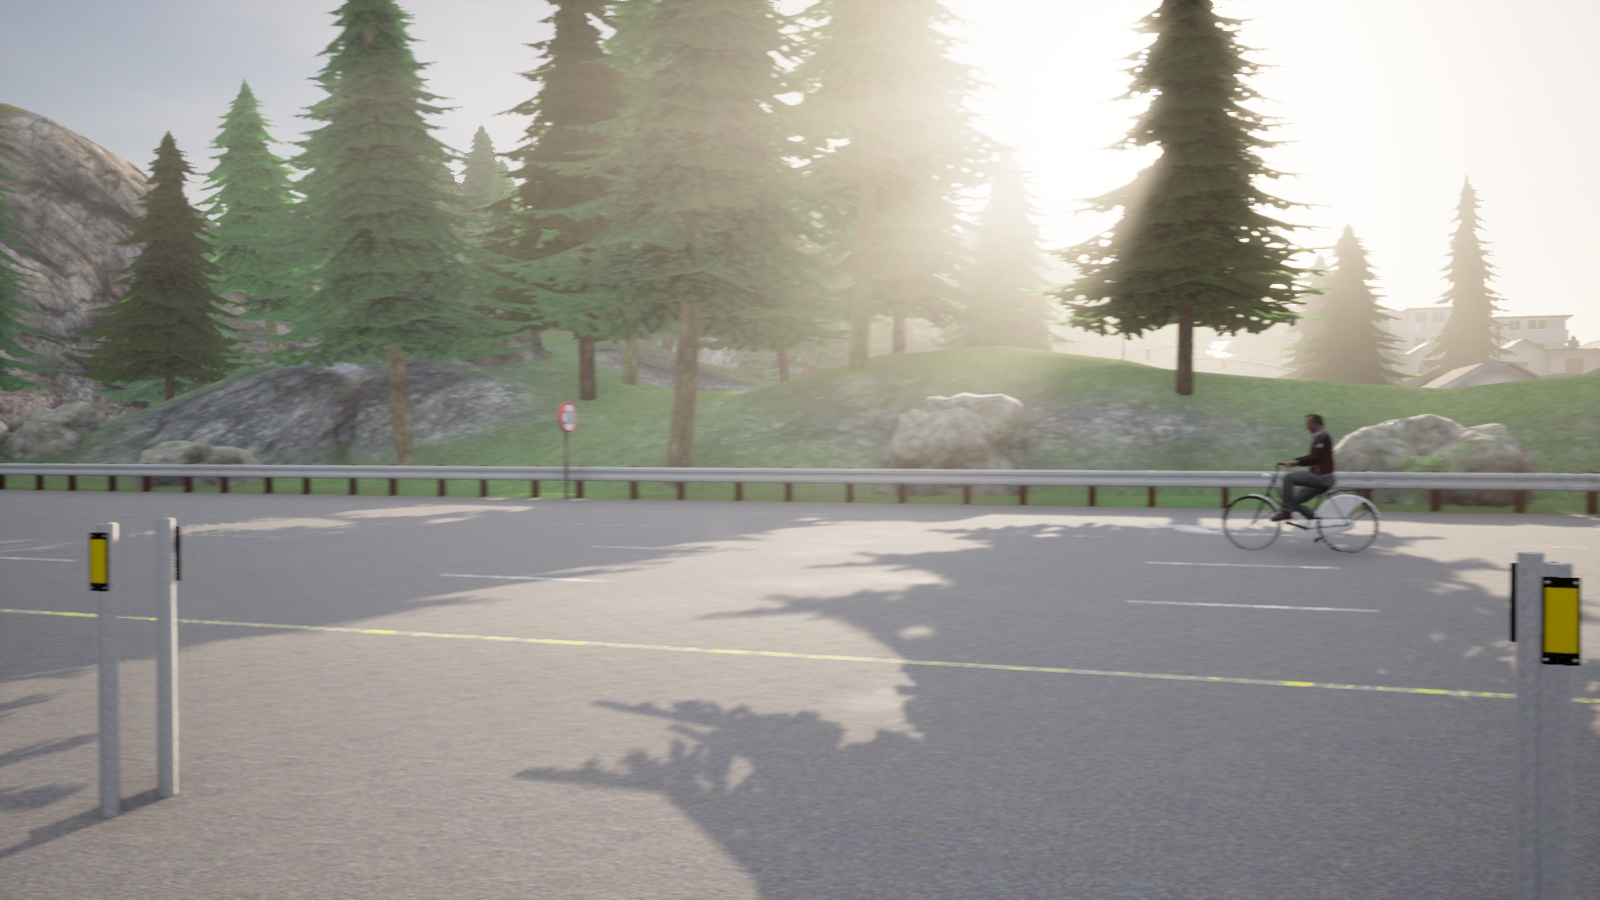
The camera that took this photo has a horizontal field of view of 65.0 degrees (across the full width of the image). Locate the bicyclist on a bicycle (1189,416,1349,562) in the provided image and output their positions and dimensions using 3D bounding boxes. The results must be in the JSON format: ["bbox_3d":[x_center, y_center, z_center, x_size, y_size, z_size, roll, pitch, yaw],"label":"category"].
[{"bbox_3d":[5.928,0.463,15.967,1.843,1.776,0.659,1,1,19],"label":"bicyclist on a bicycle"}]
